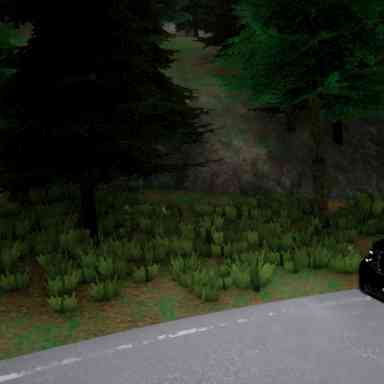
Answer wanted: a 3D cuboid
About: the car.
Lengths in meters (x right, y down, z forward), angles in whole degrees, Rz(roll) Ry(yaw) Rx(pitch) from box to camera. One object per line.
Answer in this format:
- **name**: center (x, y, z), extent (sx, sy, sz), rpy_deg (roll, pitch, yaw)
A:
- **car**: center (5.742, 1.092, 5.623), extent (5.566, 2.045, 2.150), rpy_deg (-1, 1, -11)
